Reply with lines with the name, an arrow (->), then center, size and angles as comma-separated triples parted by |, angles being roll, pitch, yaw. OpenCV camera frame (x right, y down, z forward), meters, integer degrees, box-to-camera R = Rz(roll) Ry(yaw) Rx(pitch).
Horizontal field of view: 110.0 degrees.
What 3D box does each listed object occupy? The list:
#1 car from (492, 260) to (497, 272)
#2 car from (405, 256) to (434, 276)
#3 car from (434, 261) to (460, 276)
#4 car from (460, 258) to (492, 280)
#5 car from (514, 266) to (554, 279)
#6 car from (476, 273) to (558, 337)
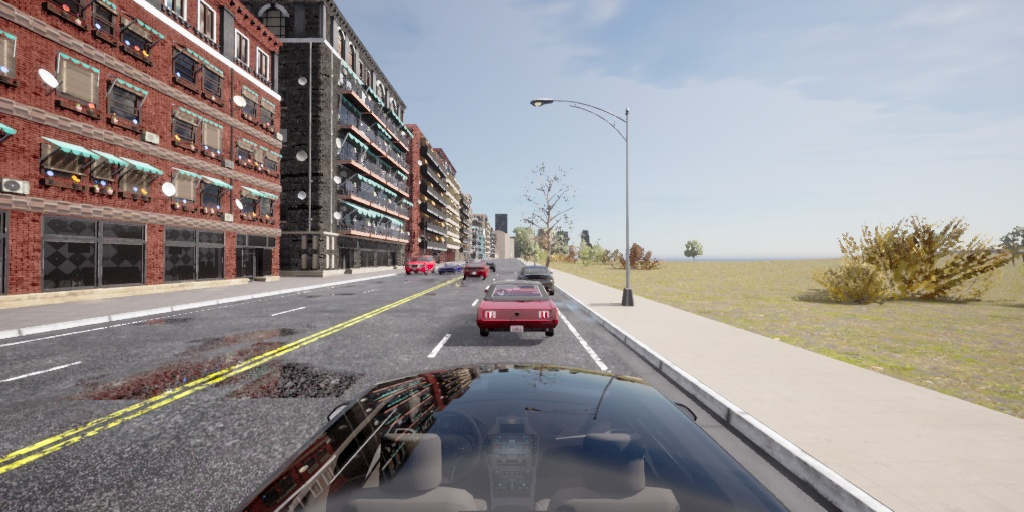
car -> -2.984, 1.229, 45.552 | 1.882, 1.535, 5.008 | 0, 0, 0
car -> -9.713, 0.973, 38.426 | 2.150, 2.045, 5.566 | 0, 0, 0
car -> -6.466, 1.352, 37.580 | 1.895, 1.301, 4.718 | 0, 0, 0
car -> -3.039, 1.230, 31.374 | 1.882, 1.535, 5.008 | 0, 0, 0
car -> 1.203, 1.257, 19.491 | 1.837, 1.490, 4.892 | 0, 0, 0
car -> 0.131, 1.352, 10.290 | 1.895, 1.301, 4.718 | 0, 0, 0
